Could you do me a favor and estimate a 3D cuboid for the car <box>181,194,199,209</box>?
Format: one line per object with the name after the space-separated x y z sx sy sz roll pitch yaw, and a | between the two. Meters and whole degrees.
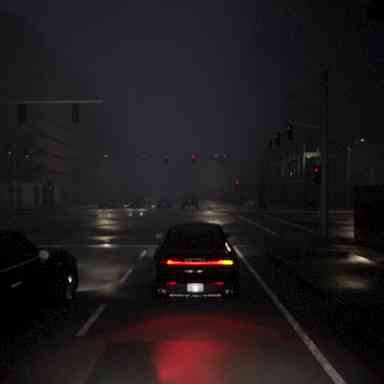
-0.287 1.226 45.024 2.150 2.045 5.566 0 0 0 | car

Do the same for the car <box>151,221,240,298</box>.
0.080 1.506 8.522 1.837 1.490 4.892 0 0 0 | car

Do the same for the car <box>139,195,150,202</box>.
-10.623 1.518 75.228 1.812 1.442 4.674 0 0 1 | car

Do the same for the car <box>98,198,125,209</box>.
-10.937 1.551 44.579 2.033 1.411 5.357 0 0 3 | car

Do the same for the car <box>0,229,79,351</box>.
-3.446 1.352 5.199 2.097 1.767 4.553 0 0 0 | car

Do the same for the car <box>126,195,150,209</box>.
-7.469 1.508 46.467 1.837 1.490 4.892 0 0 0 | car

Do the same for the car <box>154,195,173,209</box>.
-3.781 1.568 46.442 1.994 1.385 4.181 0 0 0 | car

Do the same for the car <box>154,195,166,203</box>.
-7.136 1.526 74.065 2.128 1.511 4.902 0 0 1 | car

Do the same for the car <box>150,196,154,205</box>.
-7.379 1.483 58.495 1.882 1.535 5.008 0 0 1 | car
